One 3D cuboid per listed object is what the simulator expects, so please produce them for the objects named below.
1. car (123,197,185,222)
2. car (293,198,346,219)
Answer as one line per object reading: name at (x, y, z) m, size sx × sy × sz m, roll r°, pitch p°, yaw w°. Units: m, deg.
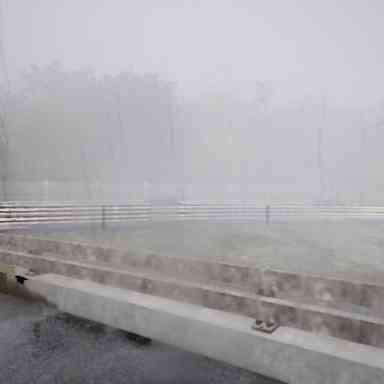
car at (-2.856, 1.127, 24.769) m, size 4.553 × 1.767 × 2.097 m, roll 0°, pitch 0°, yaw -19°
car at (11.360, 1.377, 29.685) m, size 4.553 × 1.767 × 2.097 m, roll 2°, pitch 0°, yaw -19°
